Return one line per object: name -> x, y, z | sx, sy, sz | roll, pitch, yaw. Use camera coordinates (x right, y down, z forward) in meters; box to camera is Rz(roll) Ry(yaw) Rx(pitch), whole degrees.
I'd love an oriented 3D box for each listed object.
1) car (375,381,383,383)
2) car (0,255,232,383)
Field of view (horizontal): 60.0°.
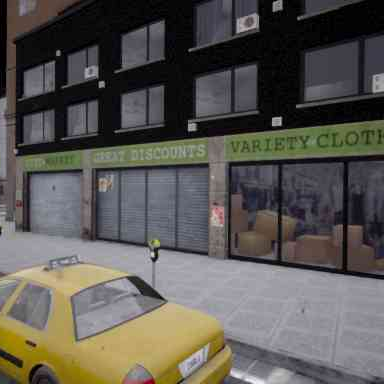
car -> 2.829, 1.551, 1.071 | 4.403, 1.369, 2.008 | 0, 1, 36
car -> -1.855, 1.524, 4.416 | 4.829, 1.417, 1.752 | 0, 1, 36
